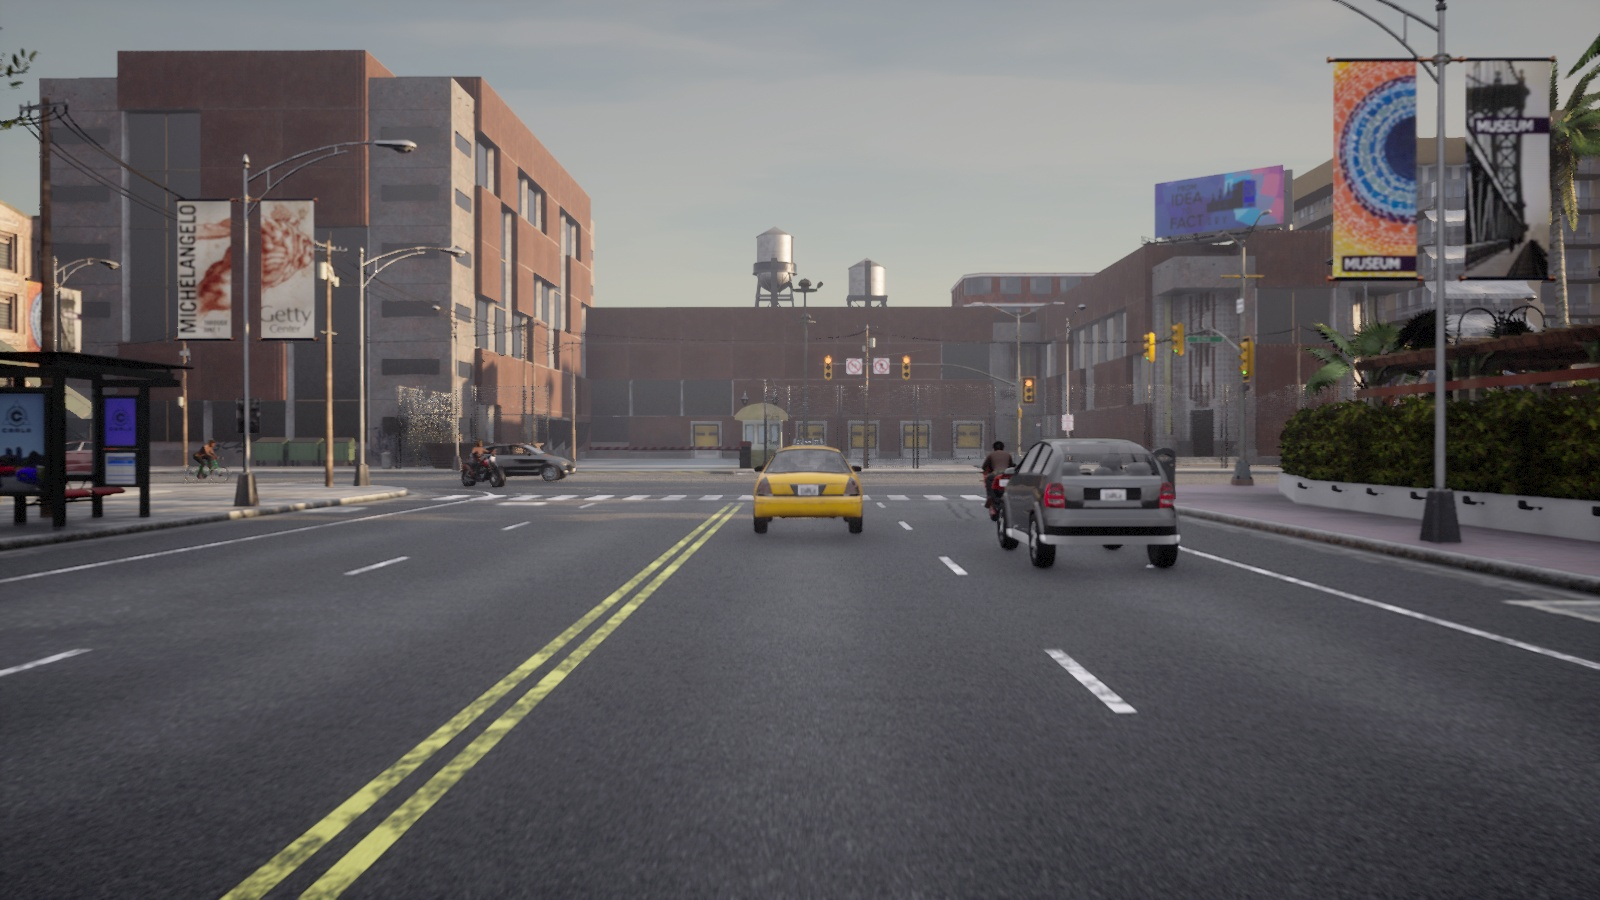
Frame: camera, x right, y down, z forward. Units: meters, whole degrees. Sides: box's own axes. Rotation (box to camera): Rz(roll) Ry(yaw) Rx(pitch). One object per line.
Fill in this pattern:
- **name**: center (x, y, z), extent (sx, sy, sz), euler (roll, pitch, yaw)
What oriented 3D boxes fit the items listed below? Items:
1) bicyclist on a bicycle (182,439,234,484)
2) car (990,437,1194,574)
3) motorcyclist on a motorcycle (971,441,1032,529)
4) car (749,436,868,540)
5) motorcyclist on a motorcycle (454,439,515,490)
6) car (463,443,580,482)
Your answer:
- **bicyclist on a bicycle**: center (-21.642, 0.423, 45.919), extent (1.656, 1.620, 0.582), euler (1, 0, 1)
- **car**: center (3.606, 0.633, 16.149), extent (1.789, 1.549, 3.705), euler (0, 0, 0)
- **motorcyclist on a motorcycle**: center (3.645, 0.603, 22.864), extent (0.797, 1.523, 2.044), euler (0, 0, 0)
- **car**: center (0.138, 0.563, 21.743), extent (1.801, 1.575, 5.366), euler (0, 0, 0)
- **motorcyclist on a motorcycle**: center (-10.560, 0.452, 42.016), extent (2.350, 1.649, 0.766), euler (1, 1, 41)
- **car**: center (-10.879, 0.474, 49.267), extent (4.193, 1.474, 1.816), euler (0, 0, 1)
